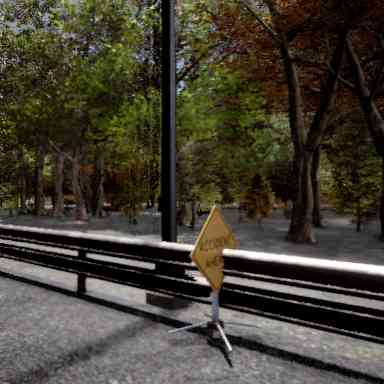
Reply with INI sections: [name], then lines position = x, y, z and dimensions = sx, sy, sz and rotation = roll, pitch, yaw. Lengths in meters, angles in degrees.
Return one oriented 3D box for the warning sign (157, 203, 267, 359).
[warning sign]
position = 0.330, 1.118, 4.907
dimensions = 1.060, 1.860, 1.300
rotation = -1, 0, 35
